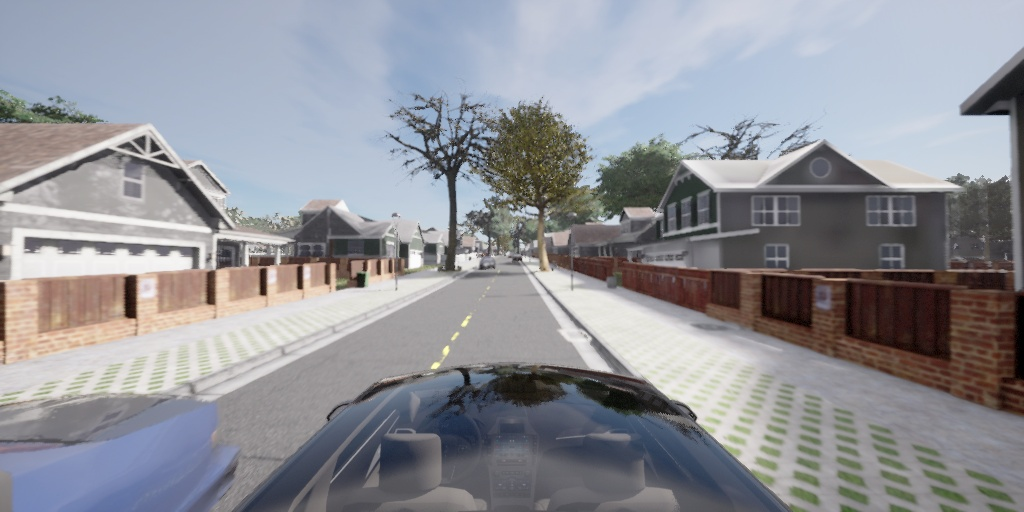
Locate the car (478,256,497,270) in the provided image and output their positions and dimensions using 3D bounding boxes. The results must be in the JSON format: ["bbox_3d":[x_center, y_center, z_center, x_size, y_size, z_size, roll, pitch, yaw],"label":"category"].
[{"bbox_3d":[-2.842,0.792,41.967,2.128,1.511,4.902,0,1,0],"label":"car"}]

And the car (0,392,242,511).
[{"bbox_3d":[-2.852,1.296,0.147,2.033,1.411,5.357,0,0,0],"label":"car"}]
